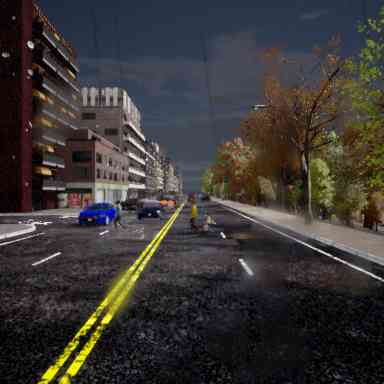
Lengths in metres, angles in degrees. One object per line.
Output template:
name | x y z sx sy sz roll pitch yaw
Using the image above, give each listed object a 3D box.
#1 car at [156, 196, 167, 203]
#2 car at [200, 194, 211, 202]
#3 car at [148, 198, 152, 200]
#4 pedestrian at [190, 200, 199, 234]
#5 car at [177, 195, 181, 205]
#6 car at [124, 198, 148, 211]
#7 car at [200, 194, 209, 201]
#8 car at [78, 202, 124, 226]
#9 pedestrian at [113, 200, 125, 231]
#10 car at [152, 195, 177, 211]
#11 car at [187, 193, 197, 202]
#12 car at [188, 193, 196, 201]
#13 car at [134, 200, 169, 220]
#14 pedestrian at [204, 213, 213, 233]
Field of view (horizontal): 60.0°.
car | -6.513 1.519 70.847 1.837 1.490 4.892 0 0 0
car | 3.237 1.514 74.138 1.837 1.490 4.892 0 0 0
car | -6.596 1.612 55.348 1.895 1.301 4.718 0 0 0
pedestrian | 0.126 1.295 17.808 0.375 1.860 0.375 0 0 0
car | -3.344 1.576 56.796 1.994 1.385 4.181 0 0 0
car | -6.895 1.491 38.541 1.882 1.535 5.008 0 0 5
car | 3.236 1.294 84.524 2.097 1.767 4.553 0 0 0
car | -6.616 1.534 24.041 1.882 1.535 5.008 0 0 0
pedestrian | -4.199 1.301 19.009 0.375 1.860 0.375 0 0 0
car | -3.356 1.359 41.353 2.097 1.767 4.553 0 0 0
car | -0.012 1.491 74.137 1.882 1.535 5.008 0 0 0
car | -0.015 1.164 84.583 2.150 2.045 5.566 0 0 0
car | -3.361 1.609 28.173 1.994 1.385 4.181 0 0 0
pedestrian | 0.925 1.675 18.408 0.500 1.100 0.500 0 0 0
